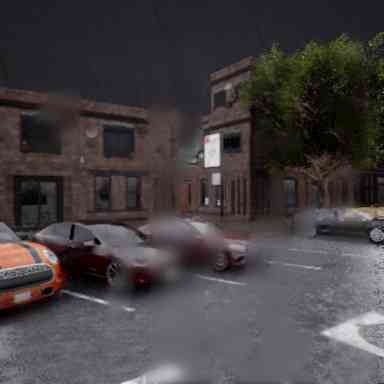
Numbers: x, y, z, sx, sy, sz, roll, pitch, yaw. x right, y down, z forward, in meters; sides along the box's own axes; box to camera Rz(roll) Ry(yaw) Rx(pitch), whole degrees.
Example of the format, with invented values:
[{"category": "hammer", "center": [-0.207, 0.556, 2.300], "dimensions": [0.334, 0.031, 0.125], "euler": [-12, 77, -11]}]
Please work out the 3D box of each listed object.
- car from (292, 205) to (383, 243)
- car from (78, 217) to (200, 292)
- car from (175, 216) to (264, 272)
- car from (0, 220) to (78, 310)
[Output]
[{"category": "car", "center": [7.333, 1.500, 16.020], "dimensions": [4.892, 1.521, 2.231], "euler": [-1, -1, 35]}, {"category": "car", "center": [-2.435, 1.516, 9.063], "dimensions": [4.792, 1.488, 2.163], "euler": [-1, -1, 35]}, {"category": "car", "center": [-0.009, 1.530, 10.813], "dimensions": [4.674, 1.452, 2.002], "euler": [-1, -1, 35]}, {"category": "car", "center": [-4.938, 1.361, 7.372], "dimensions": [4.553, 1.767, 2.185], "euler": [-1, -1, 35]}]
